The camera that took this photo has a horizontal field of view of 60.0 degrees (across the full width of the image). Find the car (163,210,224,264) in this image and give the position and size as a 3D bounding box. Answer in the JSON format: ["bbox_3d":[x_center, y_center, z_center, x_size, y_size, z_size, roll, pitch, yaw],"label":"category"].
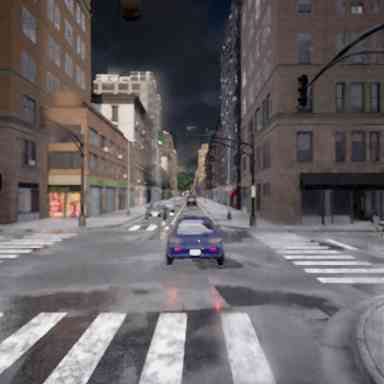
[{"bbox_3d":[0.084,1.610,12.016,1.812,1.442,4.674,0,0,0],"label":"car"}]

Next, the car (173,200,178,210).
[{"bbox_3d":[-3.132,1.803,41.314,1.812,1.442,4.674,0,0,0],"label":"car"}]

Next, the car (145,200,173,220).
[{"bbox_3d":[-3.130,1.698,30.237,2.128,1.511,4.902,0,0,-1],"label":"car"}]

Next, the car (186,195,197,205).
[{"bbox_3d":[-0.083,1.560,70.261,2.150,2.045,5.566,0,0,0],"label":"car"}]

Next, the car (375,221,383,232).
[{"bbox_3d":[12.402,1.640,17.652,4.829,1.417,1.752,0,0,1],"label":"car"}]

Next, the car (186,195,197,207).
[{"bbox_3d":[-0.070,1.866,59.810,1.882,1.535,5.008,0,0,0],"label":"car"}]

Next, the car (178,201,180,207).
[{"bbox_3d":[-3.103,1.974,57.111,1.895,1.301,4.718,0,0,1],"label":"car"}]
